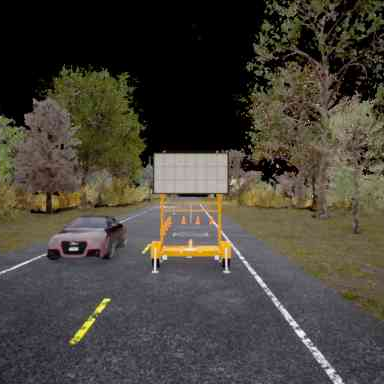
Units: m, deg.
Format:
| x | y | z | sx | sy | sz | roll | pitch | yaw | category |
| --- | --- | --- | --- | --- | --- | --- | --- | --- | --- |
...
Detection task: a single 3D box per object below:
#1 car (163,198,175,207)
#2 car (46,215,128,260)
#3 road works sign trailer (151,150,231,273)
| x | y | z | sx | sy | sz | roll | pitch | yaw | category |
| --- | --- | --- | --- | --- | --- | --- | --- | --- | --- |
| -3.716 | 1.645 | 54.013 | 1.994 | 1.385 | 4.181 | 0 | 0 | 0 | car |
| -3.647 | 1.570 | 12.251 | 1.994 | 1.385 | 4.181 | 0 | 0 | 0 | car |
| -0.036 | 0.469 | 10.672 | 2.380 | 3.560 | 2.880 | 0 | 0 | 0 | road works sign trailer |
